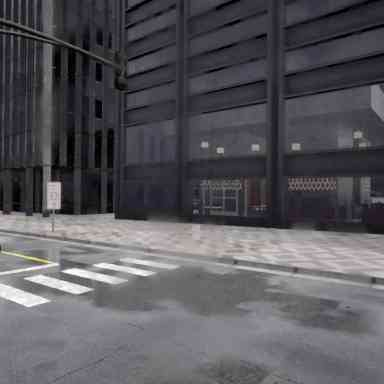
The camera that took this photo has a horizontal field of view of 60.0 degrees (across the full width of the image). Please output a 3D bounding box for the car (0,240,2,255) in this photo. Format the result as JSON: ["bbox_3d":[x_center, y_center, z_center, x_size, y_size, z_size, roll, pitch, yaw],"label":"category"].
[{"bbox_3d":[-8.938,1.708,12.504,4.674,1.442,1.812,-1,-1,38],"label":"car"}]
